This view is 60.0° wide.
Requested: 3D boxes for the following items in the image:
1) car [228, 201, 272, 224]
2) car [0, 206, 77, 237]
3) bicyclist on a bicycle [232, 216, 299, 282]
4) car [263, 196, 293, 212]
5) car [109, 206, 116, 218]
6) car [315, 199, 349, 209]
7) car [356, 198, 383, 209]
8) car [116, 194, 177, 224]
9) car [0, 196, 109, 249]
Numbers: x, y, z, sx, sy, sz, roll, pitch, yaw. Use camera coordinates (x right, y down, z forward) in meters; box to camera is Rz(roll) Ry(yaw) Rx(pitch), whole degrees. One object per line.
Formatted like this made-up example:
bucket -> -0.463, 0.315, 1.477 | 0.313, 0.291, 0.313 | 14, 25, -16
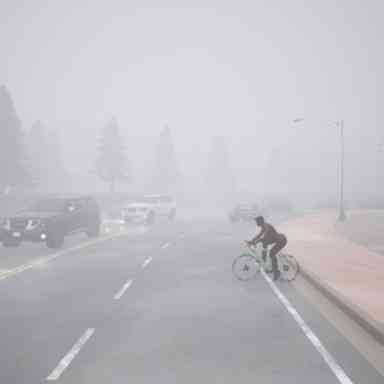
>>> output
car -> 4.297, 1.576, 24.576 | 1.895, 1.301, 4.718 | 0, 0, 25
car -> -8.757, 1.581, 19.065 | 1.895, 1.301, 4.718 | 0, 0, 14
bicyclist on a bicycle -> 1.820, 1.414, 8.179 | 1.656, 1.620, 0.582 | 1, 0, 2
car -> 9.619, 1.315, 37.618 | 2.097, 1.767, 4.553 | 0, 0, 44
car -> -5.259, 1.476, 28.894 | 1.837, 1.490, 4.892 | 0, 0, 26
car -> 18.748, 1.558, 44.553 | 4.718, 1.301, 1.895 | 0, 0, -30
car -> 23.975, 1.506, 43.400 | 5.357, 1.411, 2.033 | 0, 0, -23
car -> -3.061, 1.196, 25.303 | 2.150, 2.045, 5.566 | 0, 0, 24
car -> -6.020, 1.207, 14.944 | 2.150, 2.045, 5.566 | 0, 0, 9
